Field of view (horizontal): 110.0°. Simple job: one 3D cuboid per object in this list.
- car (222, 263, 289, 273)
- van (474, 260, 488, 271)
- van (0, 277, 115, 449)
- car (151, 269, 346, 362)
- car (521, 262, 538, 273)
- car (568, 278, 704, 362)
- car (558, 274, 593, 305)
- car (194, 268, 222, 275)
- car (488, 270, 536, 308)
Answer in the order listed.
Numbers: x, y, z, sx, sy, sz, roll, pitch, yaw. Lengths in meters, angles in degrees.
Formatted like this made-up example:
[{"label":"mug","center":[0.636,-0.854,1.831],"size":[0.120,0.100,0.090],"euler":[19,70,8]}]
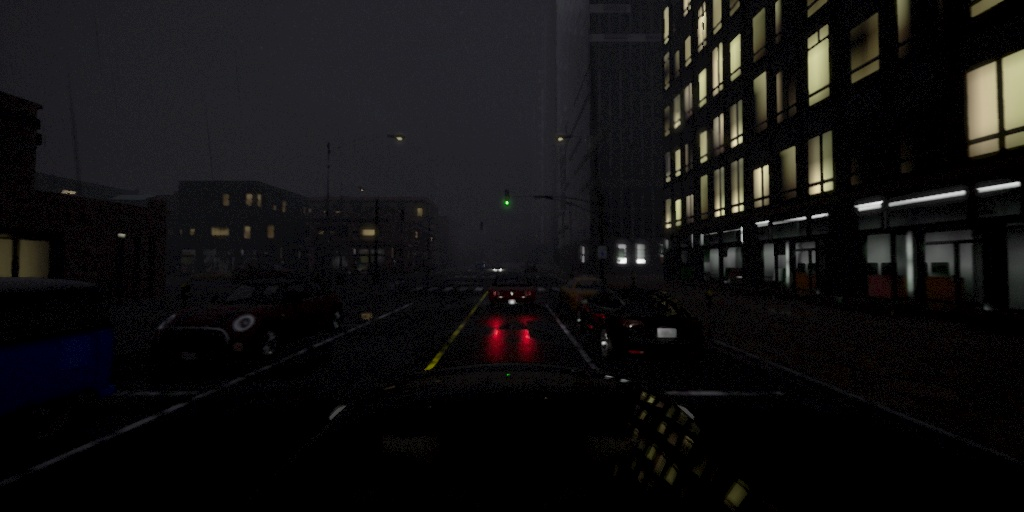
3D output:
[{"label":"car","center":[-19.516,1.428,28.578],"size":[5.009,1.841,2.192],"euler":[0,0,1]},{"label":"van","center":[-5.686,1.679,62.914],"size":[1.690,1.789,3.998],"euler":[0,0,0]},{"label":"van","center":[-5.690,1.099,2.652],"size":[1.690,1.789,3.998],"euler":[0,0,0]},{"label":"car","center":[-5.690,1.252,8.296],"size":[1.967,1.591,4.097],"euler":[0,0,0]},{"label":"car","center":[2.694,1.670,51.830],"size":[1.967,1.591,4.097],"euler":[0,0,0]},{"label":"car","center":[2.658,1.378,8.241],"size":[1.948,1.339,4.313],"euler":[0,0,0]},{"label":"car","center":[2.829,1.391,14.054],"size":[1.751,1.417,4.829],"euler":[0,0,0]},{"label":"car","center":[-30.675,1.955,37.098],"size":[4.829,1.417,1.751],"euler":[0,0,1]},{"label":"car","center":[0.003,1.487,15.972],"size":[1.895,1.301,4.718],"euler":[0,-1,0]}]
